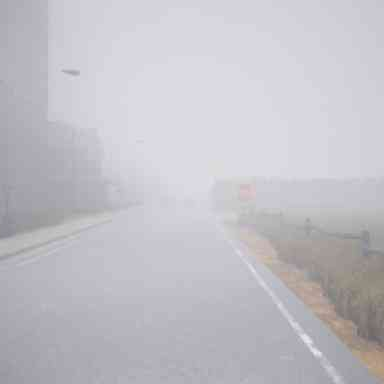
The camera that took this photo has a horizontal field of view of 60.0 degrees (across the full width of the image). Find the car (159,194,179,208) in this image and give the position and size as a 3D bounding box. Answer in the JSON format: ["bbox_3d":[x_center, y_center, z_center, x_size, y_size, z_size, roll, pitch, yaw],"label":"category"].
[{"bbox_3d":[-3.525,1.252,49.319,2.150,2.045,5.566,0,0,1],"label":"car"}]

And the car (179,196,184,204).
[{"bbox_3d":[-1.397,1.560,64.066,1.812,1.442,4.674,1,0,-24],"label":"car"}]

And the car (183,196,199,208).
[{"bbox_3d":[0.029,1.557,49.192,1.812,1.442,4.674,0,0,0],"label":"car"}]
